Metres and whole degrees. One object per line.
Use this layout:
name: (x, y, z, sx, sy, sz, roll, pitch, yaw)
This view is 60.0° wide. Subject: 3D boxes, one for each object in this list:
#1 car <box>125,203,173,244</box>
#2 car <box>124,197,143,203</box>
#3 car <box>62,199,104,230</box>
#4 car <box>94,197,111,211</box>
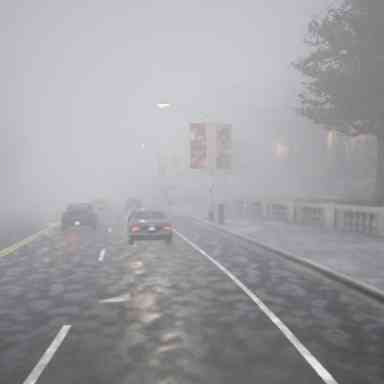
car: (-2.032, 1.449, 15.241, 2.033, 1.411, 5.357, 0, 0, -11)
car: (-6.396, 1.277, 36.408, 1.837, 1.490, 4.892, 0, 0, -12)
car: (-6.606, 1.391, 20.133, 1.837, 1.490, 4.892, 0, 0, -11)
car: (-10.093, 1.261, 36.998, 1.882, 1.535, 5.008, 0, 0, -12)
